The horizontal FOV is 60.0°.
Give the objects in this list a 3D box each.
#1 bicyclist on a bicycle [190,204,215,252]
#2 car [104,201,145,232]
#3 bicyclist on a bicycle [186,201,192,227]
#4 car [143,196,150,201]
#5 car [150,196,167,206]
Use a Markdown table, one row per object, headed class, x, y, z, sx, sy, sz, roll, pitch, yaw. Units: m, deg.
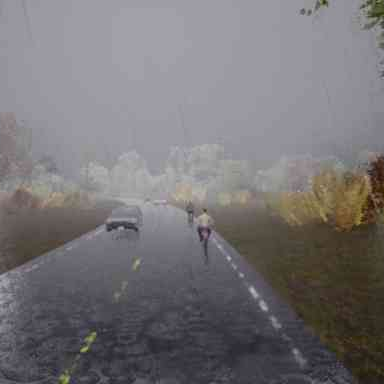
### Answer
| class | x | y | z | sx | sy | sz | roll | pitch | yaw |
| --- | --- | --- | --- | --- | --- | --- | --- | --- | --- |
| bicyclist on a bicycle | 0.480 | 1.422 | 12.906 | 0.866 | 1.612 | 1.509 | 0 | 0 | -3 |
| car | -3.935 | 1.530 | 20.176 | 2.033 | 1.411 | 5.357 | 0 | 0 | -4 |
| bicyclist on a bicycle | -0.091 | 1.428 | 21.288 | 0.582 | 1.620 | 1.656 | 0 | 0 | -4 |
| car | -9.777 | 1.514 | 73.252 | 1.895 | 1.301 | 4.718 | 0 | 0 | -15 |
| car | -5.326 | 1.544 | 54.234 | 1.895 | 1.301 | 4.718 | 0 | 0 | -11 |
